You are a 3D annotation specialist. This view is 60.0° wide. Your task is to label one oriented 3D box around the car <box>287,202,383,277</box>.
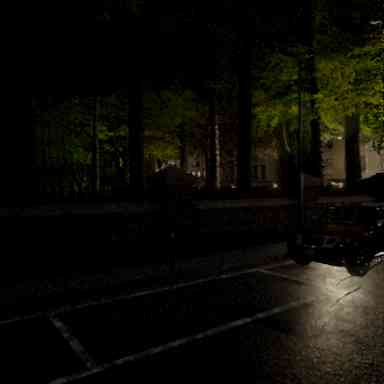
[{"bbox_3d":[5.141,1.258,10.270,5.009,1.841,2.192,-1,0,-36],"label":"car"}]
